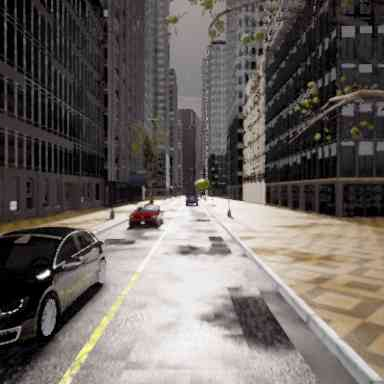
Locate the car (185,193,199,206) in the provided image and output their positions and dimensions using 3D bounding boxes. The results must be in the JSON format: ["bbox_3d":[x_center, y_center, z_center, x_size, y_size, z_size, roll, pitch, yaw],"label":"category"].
[{"bbox_3d":[-0.004,1.240,56.365,2.150,2.045,5.566,0,0,0],"label":"car"}]

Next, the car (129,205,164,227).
[{"bbox_3d":[-3.019,1.599,22.645,1.895,1.301,4.718,0,0,0],"label":"car"}]

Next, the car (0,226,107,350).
[{"bbox_3d":[-3.049,1.504,6.529,1.837,1.490,4.892,0,0,1],"label":"car"}]
